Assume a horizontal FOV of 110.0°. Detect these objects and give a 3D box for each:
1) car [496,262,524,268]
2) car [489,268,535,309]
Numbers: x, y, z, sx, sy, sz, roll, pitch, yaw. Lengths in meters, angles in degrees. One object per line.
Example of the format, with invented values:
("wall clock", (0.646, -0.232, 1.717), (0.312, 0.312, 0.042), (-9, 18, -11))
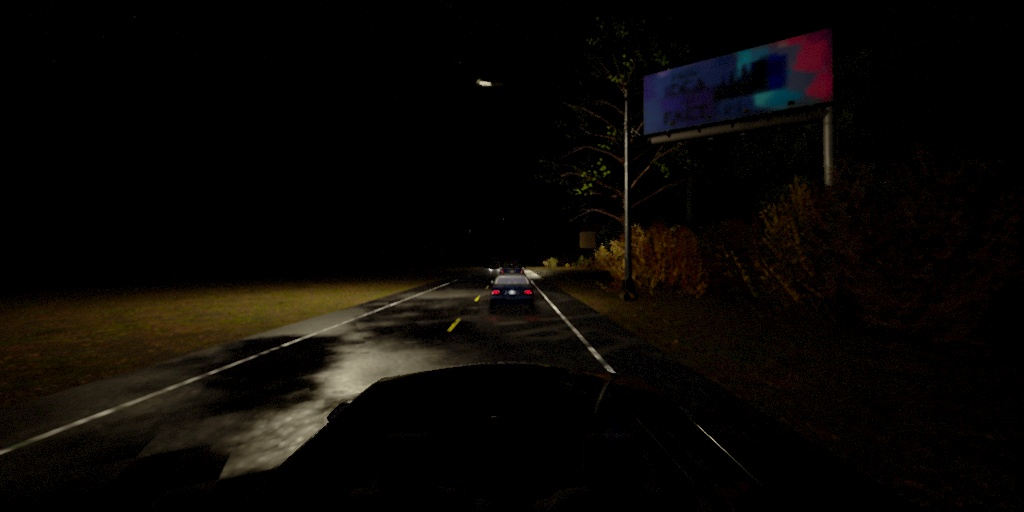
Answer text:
("car", (0.003, 1.374, 30.924), (2.097, 1.767, 4.553), (0, -1, 0))
("car", (0.002, 1.430, 15.843), (2.033, 1.411, 5.357), (0, -1, 0))
